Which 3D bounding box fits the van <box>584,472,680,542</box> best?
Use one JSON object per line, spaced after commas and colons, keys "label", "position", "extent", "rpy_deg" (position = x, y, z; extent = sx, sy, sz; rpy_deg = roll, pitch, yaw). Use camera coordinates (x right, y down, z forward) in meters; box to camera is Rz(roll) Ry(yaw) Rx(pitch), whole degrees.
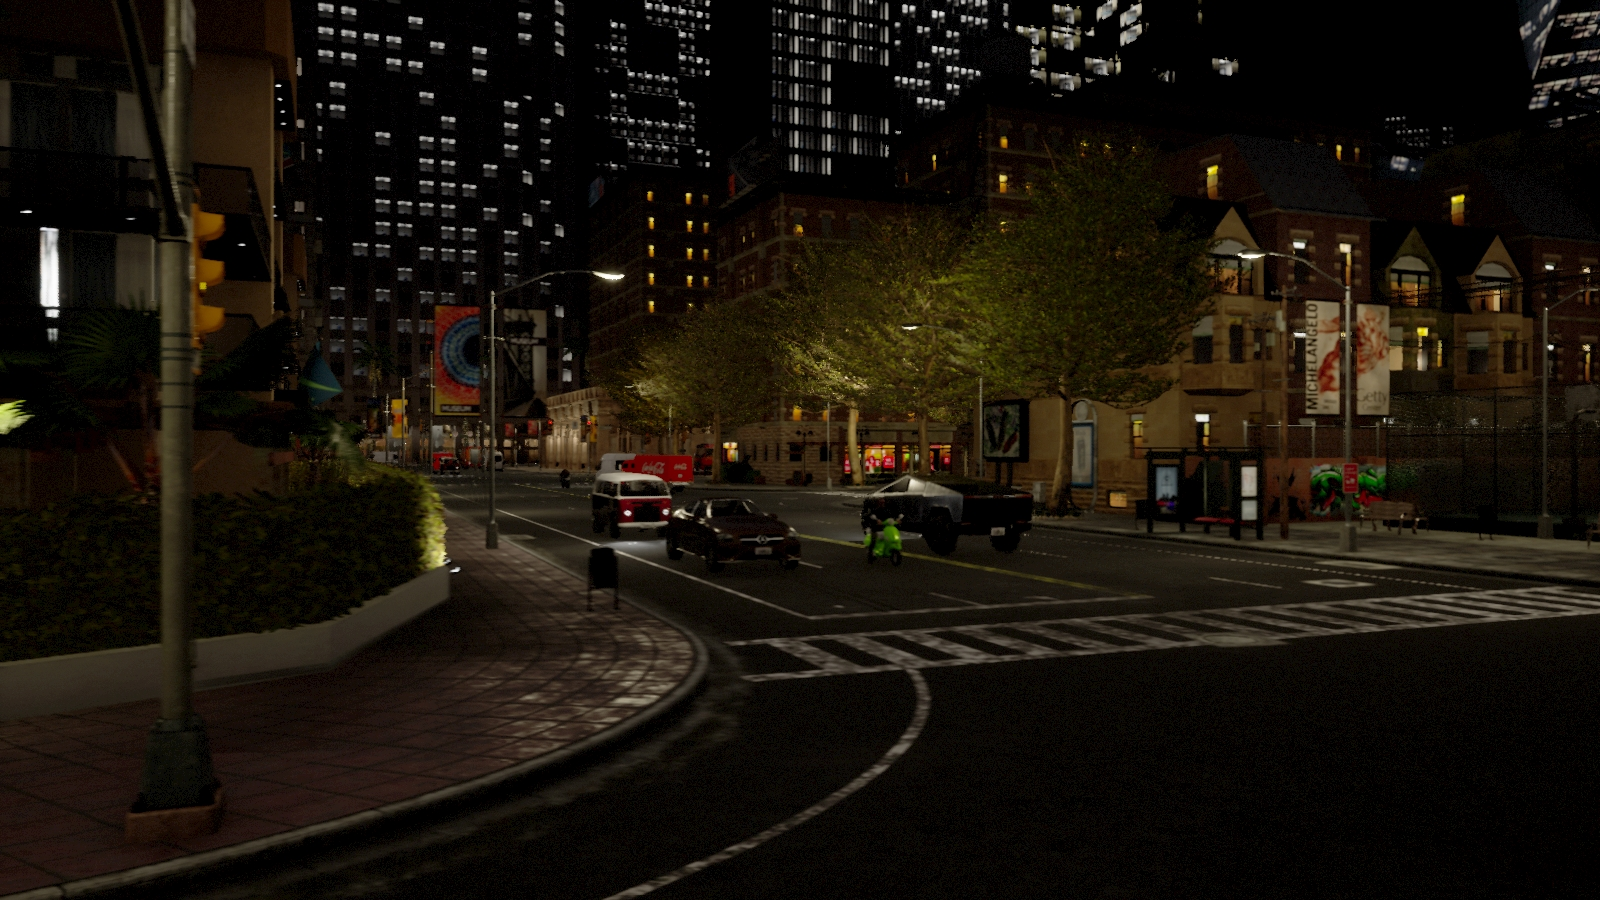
{"label": "van", "position": [-5.564, 1.788, 37.341], "extent": [2.069, 2.038, 4.480], "rpy_deg": [0, 0, -23]}

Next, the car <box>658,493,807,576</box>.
{"label": "car", "position": [-1.791, 1.996, 28.238], "extent": [2.152, 1.651, 5.027], "rpy_deg": [0, 0, -23]}

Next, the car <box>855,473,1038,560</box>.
{"label": "car", "position": [3.963, 1.758, 32.471], "extent": [2.390, 2.098, 6.274], "rpy_deg": [0, 0, -22]}
